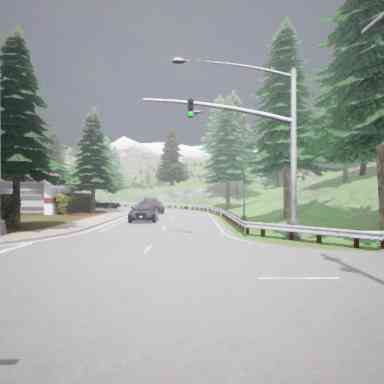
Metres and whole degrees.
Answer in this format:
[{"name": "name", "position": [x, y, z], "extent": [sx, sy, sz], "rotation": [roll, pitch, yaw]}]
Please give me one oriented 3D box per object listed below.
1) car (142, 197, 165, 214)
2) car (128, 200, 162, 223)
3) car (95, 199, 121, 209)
[{"name": "car", "position": [-4.357, 1.351, 35.254], "extent": [2.097, 1.767, 4.553], "rotation": [0, 0, -18]}, {"name": "car", "position": [-3.651, 1.564, 25.454], "extent": [1.994, 1.385, 4.181], "rotation": [0, 0, -1]}, {"name": "car", "position": [-11.766, 1.609, 43.387], "extent": [4.718, 1.301, 1.895], "rotation": [0, 0, 10]}]
